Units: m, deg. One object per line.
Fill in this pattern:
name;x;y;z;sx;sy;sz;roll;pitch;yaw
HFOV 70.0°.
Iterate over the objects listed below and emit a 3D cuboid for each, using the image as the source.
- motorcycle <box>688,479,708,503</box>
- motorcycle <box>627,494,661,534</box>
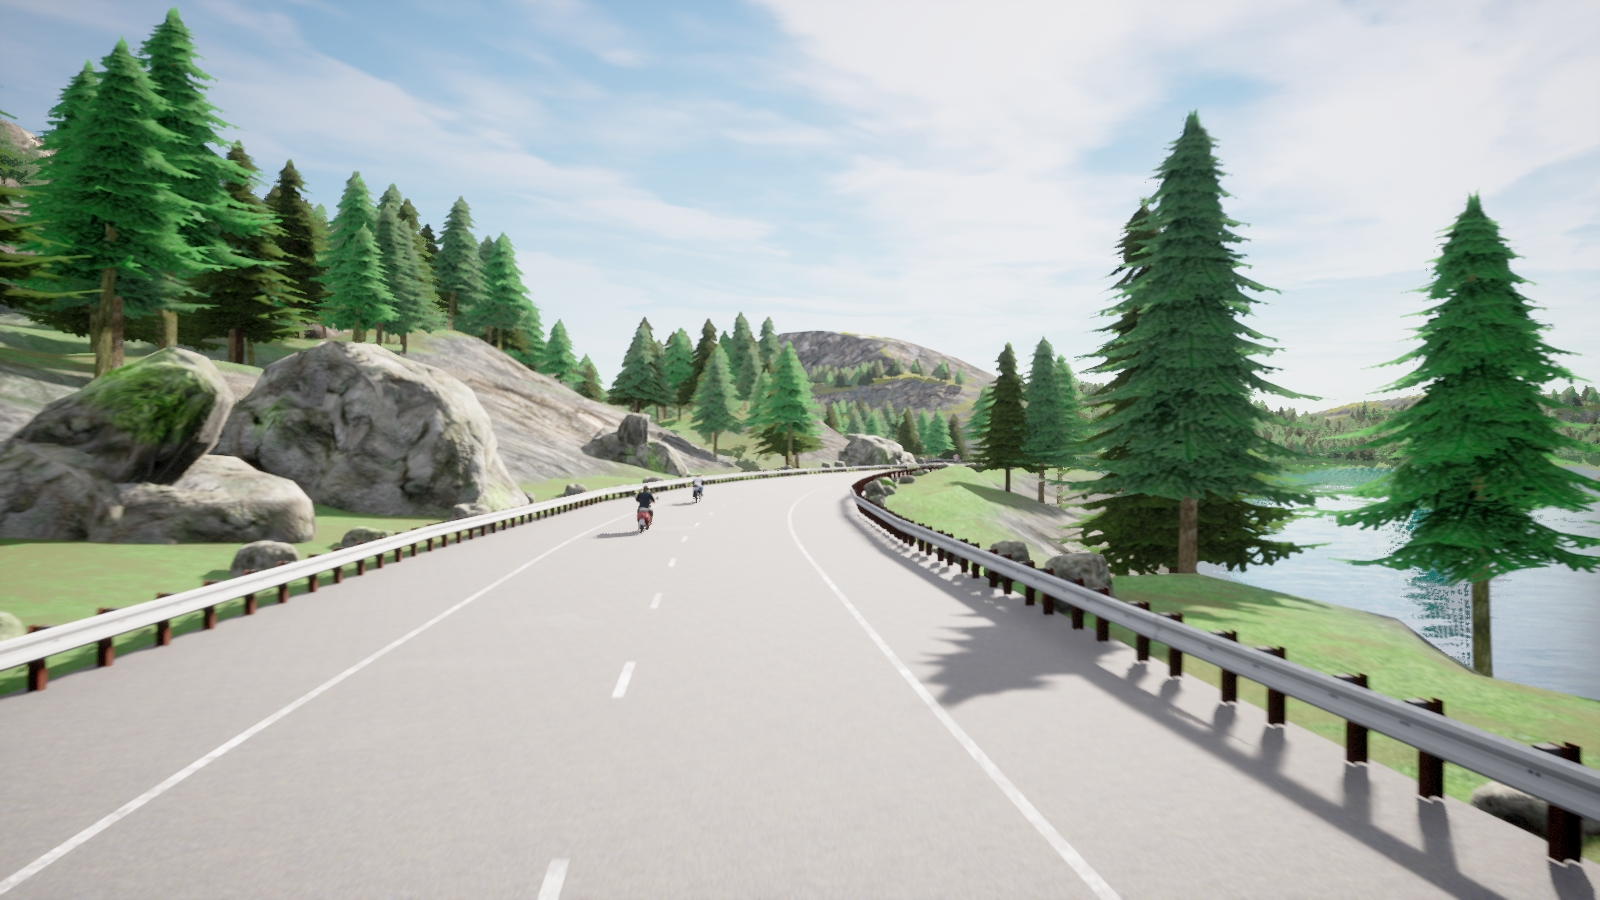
motorcycle;-5.382;2.177;60.583;0.803;1.217;2.033;0;0;2
motorcycle;-5.324;2.182;39.114;0.856;1.236;1.805;2;0;0
